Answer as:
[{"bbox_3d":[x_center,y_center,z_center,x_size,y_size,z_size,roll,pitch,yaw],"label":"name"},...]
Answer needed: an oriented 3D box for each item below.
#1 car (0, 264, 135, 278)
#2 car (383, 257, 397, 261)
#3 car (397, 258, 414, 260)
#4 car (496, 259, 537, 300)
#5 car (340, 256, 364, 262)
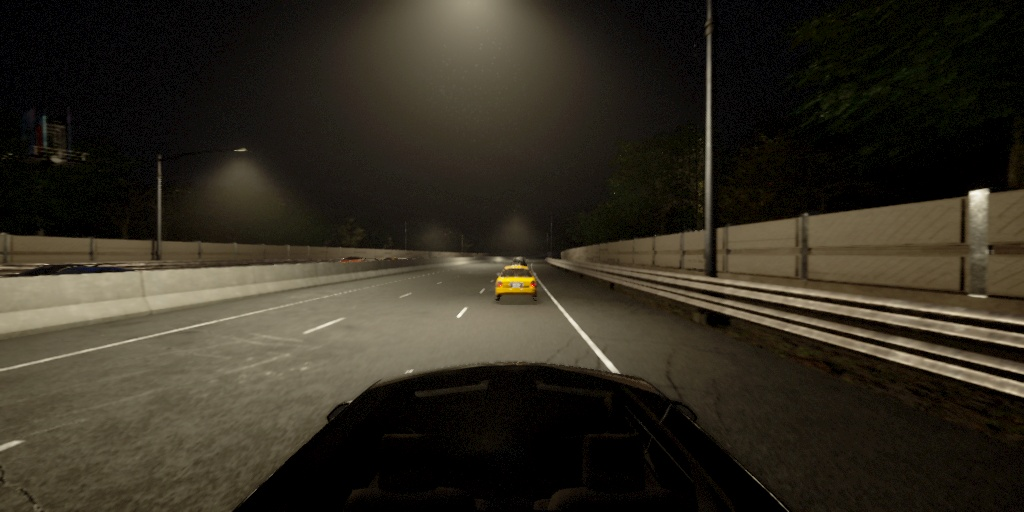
[{"bbox_3d":[-17.514,1.169,14.730,1.812,1.442,4.674,0,0,1],"label":"car"},{"bbox_3d":[-19.686,0.956,58.003,1.882,1.535,5.008,0,0,3],"label":"car"},{"bbox_3d":[-16.224,1.055,57.167,1.994,1.385,4.181,0,0,3],"label":"car"},{"bbox_3d":[0.211,1.117,16.947,1.801,1.575,5.366,0,0,1],"label":"car"},{"bbox_3d":[-23.442,0.836,52.583,2.097,1.767,4.553,0,0,3],"label":"car"}]
